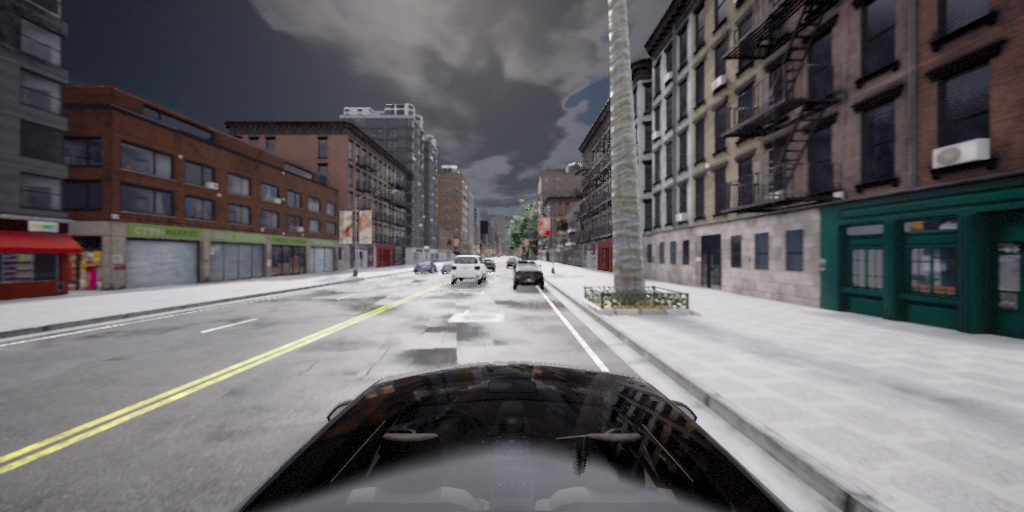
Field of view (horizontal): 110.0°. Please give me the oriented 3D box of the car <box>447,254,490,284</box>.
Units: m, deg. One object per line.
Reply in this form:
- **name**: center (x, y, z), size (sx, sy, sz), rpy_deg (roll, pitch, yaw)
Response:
- **car**: center (-3.135, 0.973, 26.857), size (2.150, 2.045, 5.566), rpy_deg (0, 0, 0)

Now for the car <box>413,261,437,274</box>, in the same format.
- **car**: center (-9.806, 1.278, 40.854), size (1.812, 1.442, 4.674), rpy_deg (0, 0, 0)

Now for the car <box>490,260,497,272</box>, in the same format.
- **car**: center (-3.121, 1.253, 46.983), size (1.837, 1.490, 4.892), rpy_deg (0, 0, 0)

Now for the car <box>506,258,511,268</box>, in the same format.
- **car**: center (0.036, 1.232, 58.320), size (1.837, 1.490, 4.892), rpy_deg (0, 0, 0)

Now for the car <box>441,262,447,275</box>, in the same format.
- **car**: center (-6.564, 1.278, 39.575), size (1.812, 1.442, 4.674), rpy_deg (0, 0, 0)

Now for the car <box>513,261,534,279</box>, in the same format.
- **car**: center (0.995, 1.257, 32.991), size (1.837, 1.490, 4.892), rpy_deg (0, 0, 0)

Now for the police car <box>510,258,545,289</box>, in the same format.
- **police car**: center (0.989, 1.177, 23.101), size (1.930, 1.638, 5.238), rpy_deg (0, 0, 0)
